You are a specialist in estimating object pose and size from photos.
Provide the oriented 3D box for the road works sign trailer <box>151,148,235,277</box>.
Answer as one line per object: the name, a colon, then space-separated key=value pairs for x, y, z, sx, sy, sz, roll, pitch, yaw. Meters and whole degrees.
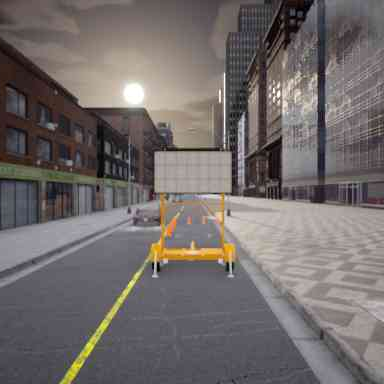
road works sign trailer: x=0.031 y=0.465 z=10.170 sx=2.380 sy=3.560 sz=2.880 roll=0 pitch=0 yaw=0

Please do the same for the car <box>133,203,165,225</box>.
car: x=-3.025 y=1.538 z=24.051 sx=1.812 sy=1.442 sz=4.674 roll=0 pitch=0 yaw=0

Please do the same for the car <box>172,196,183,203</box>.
car: x=-2.845 y=1.547 z=64.364 sx=2.128 sy=1.511 sz=4.902 roll=0 pitch=0 yaw=1
